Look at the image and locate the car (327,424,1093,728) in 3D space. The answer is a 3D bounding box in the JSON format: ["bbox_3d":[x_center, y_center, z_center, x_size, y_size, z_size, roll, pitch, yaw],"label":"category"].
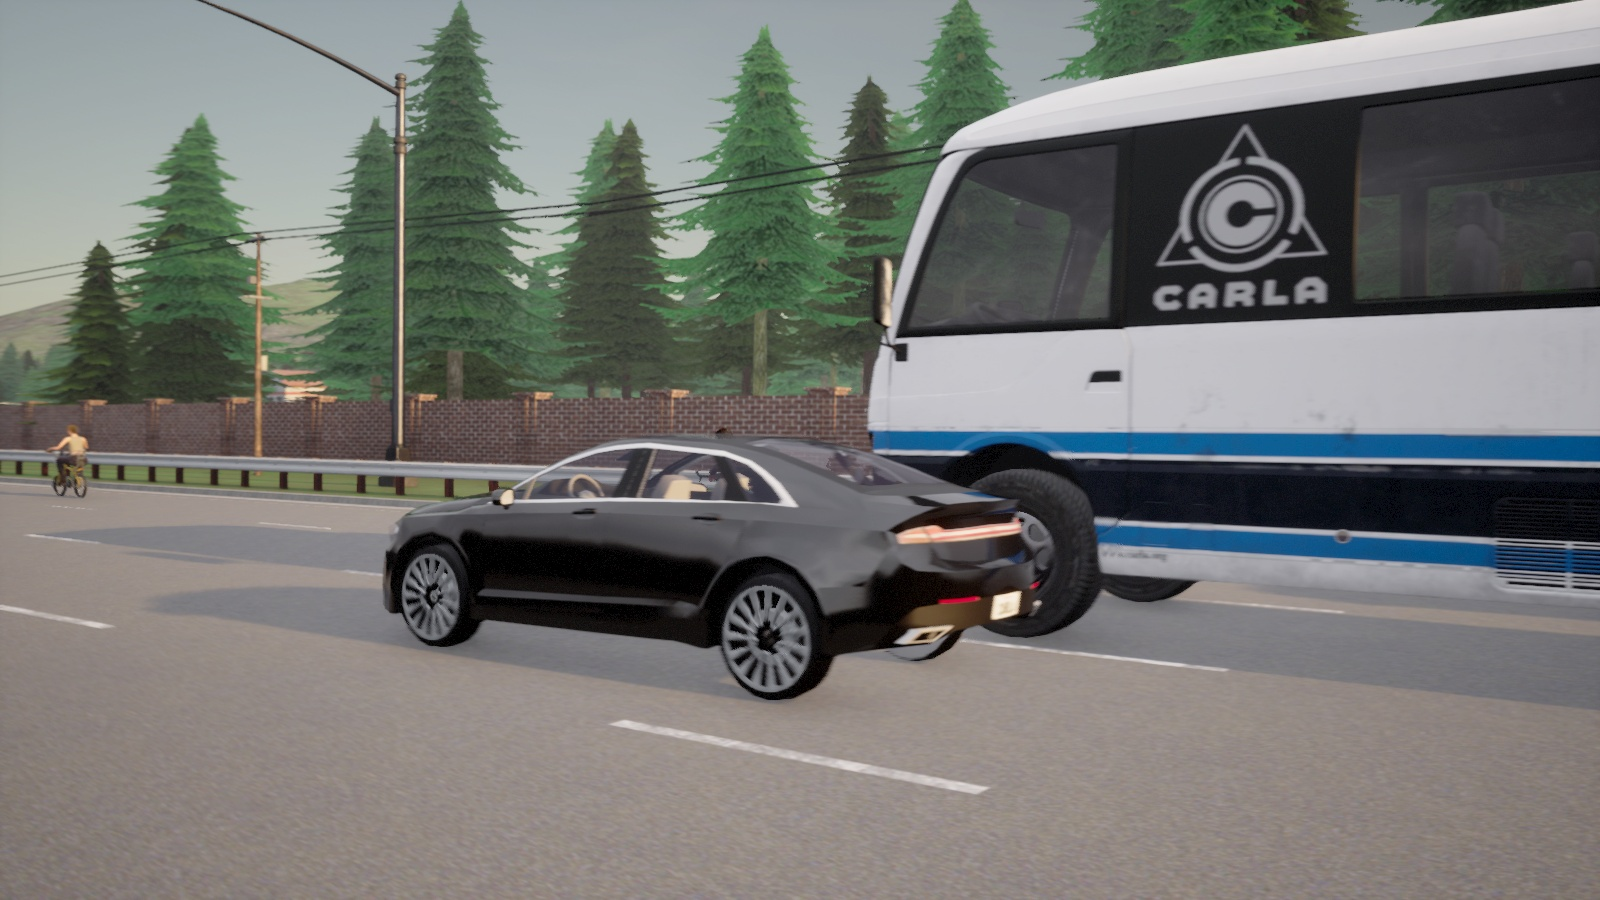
[{"bbox_3d":[-0.763,0.614,8.488,4.902,1.511,2.128,0,1,35],"label":"car"}]

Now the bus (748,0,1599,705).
[{"bbox_3d":[4.945,-0.764,8.775,10.273,4.253,3.944,0,1,35],"label":"bus"}]

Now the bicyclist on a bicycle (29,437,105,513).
[{"bbox_3d":[-16.103,0.526,27.584,1.509,1.612,0.866,0,1,35],"label":"bicyclist on a bicycle"}]

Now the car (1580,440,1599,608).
[{"bbox_3d":[9.401,0.615,9.967,5.357,1.411,2.033,0,1,35],"label":"car"}]
